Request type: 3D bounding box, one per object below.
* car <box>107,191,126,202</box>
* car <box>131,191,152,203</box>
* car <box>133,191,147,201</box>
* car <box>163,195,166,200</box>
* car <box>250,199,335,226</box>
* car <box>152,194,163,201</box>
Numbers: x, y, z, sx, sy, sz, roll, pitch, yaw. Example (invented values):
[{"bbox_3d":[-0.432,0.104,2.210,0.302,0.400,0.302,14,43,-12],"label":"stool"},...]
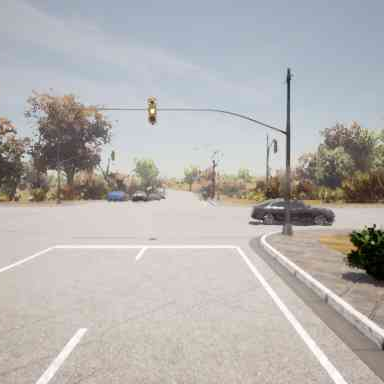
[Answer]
[{"bbox_3d":[-10.681,0.674,47.446,1.882,1.535,5.008,0,0,0],"label":"car"},{"bbox_3d":[-7.180,0.794,46.263,1.895,1.301,4.718,0,0,0],"label":"car"},{"bbox_3d":[-10.623,0.847,68.262,2.150,2.045,5.566,0,-2,0],"label":"car"},{"bbox_3d":[-7.138,1.225,77.266,1.895,1.301,4.718,0,-2,0],"label":"car"},{"bbox_3d":[6.002,1.193,20.065,4.892,1.490,1.837,0,1,9],"label":"car"},{"bbox_3d":[-7.167,1.039,62.553,1.994,1.385,4.181,0,-2,0],"label":"car"}]
